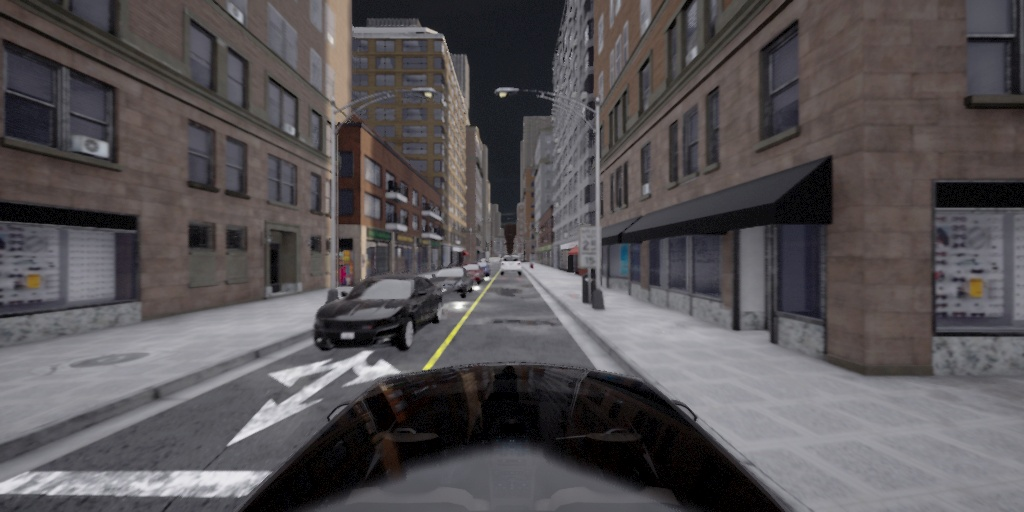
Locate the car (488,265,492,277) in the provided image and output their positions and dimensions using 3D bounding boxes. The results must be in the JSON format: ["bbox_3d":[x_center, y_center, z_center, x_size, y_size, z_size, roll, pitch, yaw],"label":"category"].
[{"bbox_3d":[-3.126,1.281,35.870,1.812,1.442,4.674,0,0,0],"label":"car"}]

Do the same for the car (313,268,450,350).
[{"bbox_3d":[-3.084,1.230,9.253,1.882,1.535,5.008,0,0,0],"label":"car"}]

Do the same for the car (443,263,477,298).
[{"bbox_3d":[-3.082,1.278,18.585,1.812,1.442,4.674,0,0,0],"label":"car"}]

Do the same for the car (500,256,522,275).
[{"bbox_3d":[-0.098,0.974,38.368,2.150,2.045,5.566,0,0,0],"label":"car"}]

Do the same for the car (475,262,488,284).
[{"bbox_3d":[-3.100,1.279,26.983,1.812,1.442,4.674,0,0,1],"label":"car"}]
